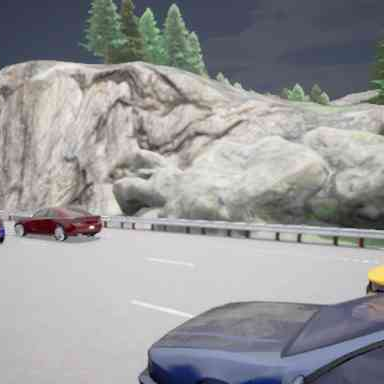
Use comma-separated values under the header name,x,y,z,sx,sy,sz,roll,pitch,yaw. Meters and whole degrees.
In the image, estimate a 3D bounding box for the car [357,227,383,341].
name,x,y,z,sx,sy,sz,roll,pitch,yaw
car,5.164,1.462,4.509,5.008,1.535,1.882,0,0,36

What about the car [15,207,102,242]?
name,x,y,z,sx,sy,sz,roll,pitch,yaw
car,-6.691,1.467,16.457,5.008,1.535,1.882,0,0,31

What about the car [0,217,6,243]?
name,x,y,z,sx,sy,sz,roll,pitch,yaw
car,-10.218,1.351,14.470,4.553,1.767,2.097,0,0,31

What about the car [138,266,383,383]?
name,x,y,z,sx,sy,sz,roll,pitch,yaw
car,2.092,1.539,2.447,5.357,1.411,2.033,0,0,35
